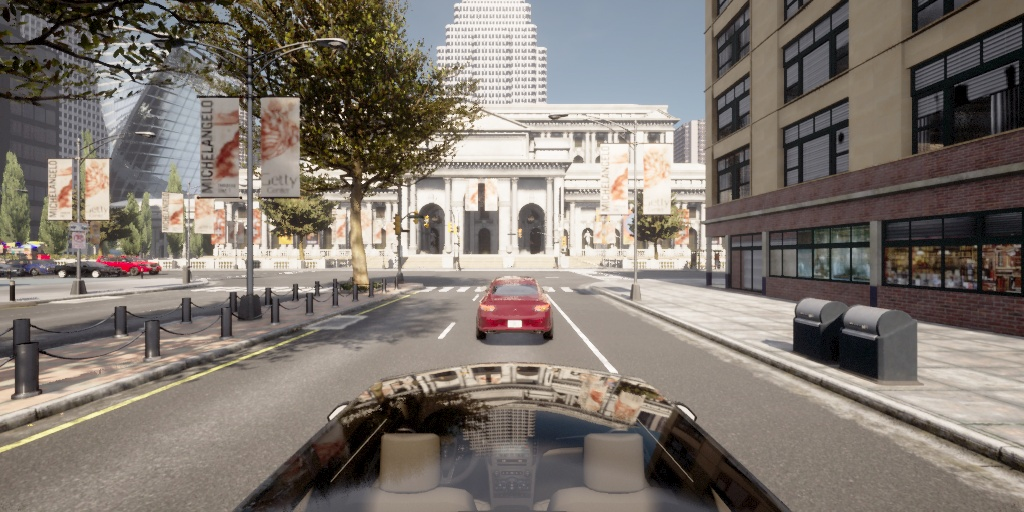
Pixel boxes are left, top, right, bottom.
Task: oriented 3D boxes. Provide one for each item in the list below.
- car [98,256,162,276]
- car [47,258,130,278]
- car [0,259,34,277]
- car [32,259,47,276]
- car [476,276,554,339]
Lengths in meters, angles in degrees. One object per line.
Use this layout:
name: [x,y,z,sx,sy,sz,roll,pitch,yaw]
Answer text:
car: [-39.522,0.971,36.894,5.566,2.045,2.150,0,0,0]
car: [-39.331,1.228,33.392,5.008,1.535,1.882,0,0,0]
car: [-48.334,1.276,33.358,4.674,1.442,1.812,0,0,-1]
car: [-49.141,1.102,36.831,4.553,1.767,2.097,0,0,-1]
car: [0.076,1.276,9.924,1.812,1.442,4.674,0,0,0]
